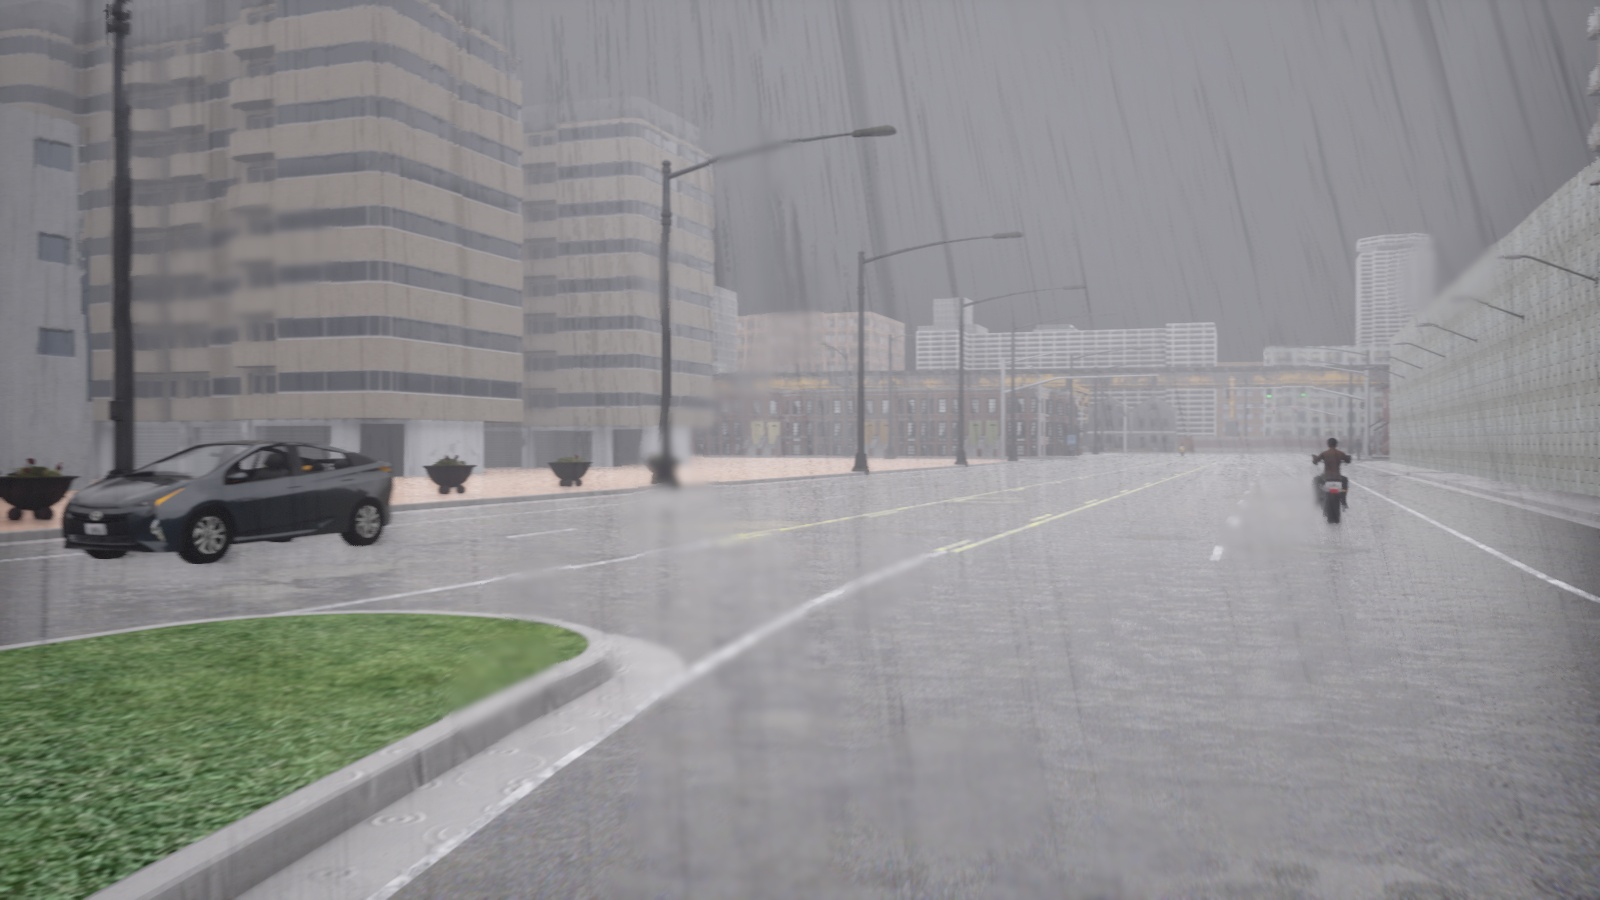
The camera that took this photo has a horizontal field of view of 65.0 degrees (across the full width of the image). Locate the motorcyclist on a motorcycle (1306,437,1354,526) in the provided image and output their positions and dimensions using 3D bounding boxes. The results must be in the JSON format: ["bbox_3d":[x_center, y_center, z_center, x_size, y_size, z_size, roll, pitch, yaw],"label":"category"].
[{"bbox_3d":[10.282,0.580,24.405,0.766,1.649,2.350,0,0,21],"label":"motorcyclist on a motorcycle"}]

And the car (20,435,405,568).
[{"bbox_3d":[-7.618,0.580,16.852,2.007,1.525,4.514,0,0,22],"label":"car"}]
